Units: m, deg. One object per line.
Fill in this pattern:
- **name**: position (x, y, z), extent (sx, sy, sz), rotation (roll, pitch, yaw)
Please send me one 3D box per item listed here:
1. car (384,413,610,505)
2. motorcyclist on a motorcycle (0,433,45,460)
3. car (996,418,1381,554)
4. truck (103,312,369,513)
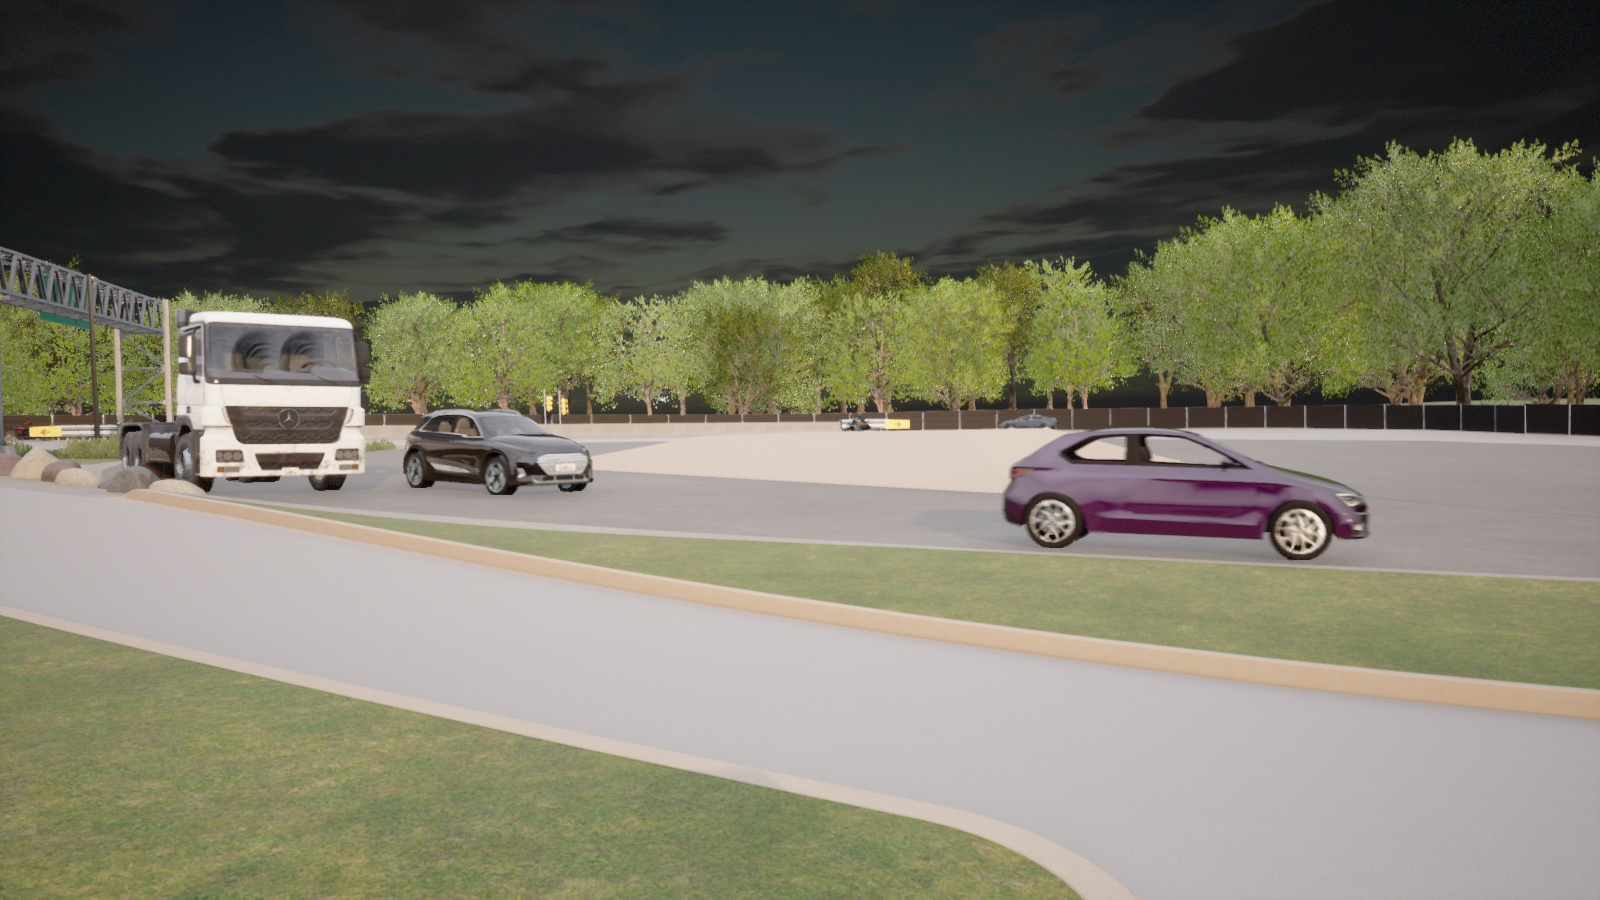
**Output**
- **car**: position (-6.146, 0.120, 25.135), extent (4.856, 1.649, 2.033), rotation (1, 3, 43)
- **motorcyclist on a motorcycle**: position (-49.750, -0.222, 80.376), extent (2.350, 1.649, 0.766), rotation (-2, 1, -22)
- **car**: position (4.631, 0.370, 15.178), extent (4.193, 1.474, 1.816), rotation (0, 1, 20)
- **truck**: position (-11.699, -0.707, 25.555), extent (2.891, 3.462, 7.936), rotation (-2, 2, -39)
